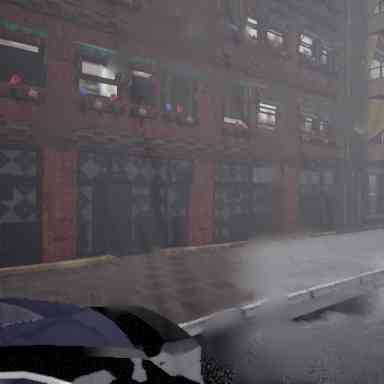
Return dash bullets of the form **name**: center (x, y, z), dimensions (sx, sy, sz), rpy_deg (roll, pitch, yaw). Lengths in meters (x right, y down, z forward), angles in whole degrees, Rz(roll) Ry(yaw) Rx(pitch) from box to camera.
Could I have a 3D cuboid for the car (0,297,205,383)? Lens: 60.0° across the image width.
- **car**: center (-2.107, 1.491, 1.571), dimensions (4.902, 1.511, 2.128), rpy_deg (0, 0, -36)
